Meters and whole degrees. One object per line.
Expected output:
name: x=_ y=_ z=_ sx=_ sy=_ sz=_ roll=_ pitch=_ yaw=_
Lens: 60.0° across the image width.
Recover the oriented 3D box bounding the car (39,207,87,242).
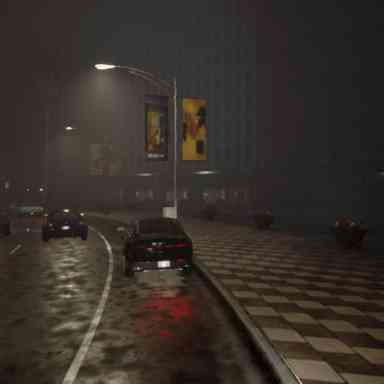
car: x=-6.411 y=1.559 z=16.714 sx=1.994 sy=1.385 sz=4.181 roll=0 pitch=0 yaw=-23

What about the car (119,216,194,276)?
car: x=-1.230 y=1.503 z=10.445 sx=1.837 sy=1.490 sz=4.892 roll=0 pitch=0 yaw=-13

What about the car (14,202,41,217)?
car: x=-15.514 y=1.586 z=30.661 sx=1.895 sy=1.301 sz=4.718 roll=0 pitch=0 yaw=-44

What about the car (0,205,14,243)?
car: x=-9.672 y=1.517 z=15.445 sx=1.812 sy=1.442 sz=4.674 roll=0 pitch=0 yaw=-23
